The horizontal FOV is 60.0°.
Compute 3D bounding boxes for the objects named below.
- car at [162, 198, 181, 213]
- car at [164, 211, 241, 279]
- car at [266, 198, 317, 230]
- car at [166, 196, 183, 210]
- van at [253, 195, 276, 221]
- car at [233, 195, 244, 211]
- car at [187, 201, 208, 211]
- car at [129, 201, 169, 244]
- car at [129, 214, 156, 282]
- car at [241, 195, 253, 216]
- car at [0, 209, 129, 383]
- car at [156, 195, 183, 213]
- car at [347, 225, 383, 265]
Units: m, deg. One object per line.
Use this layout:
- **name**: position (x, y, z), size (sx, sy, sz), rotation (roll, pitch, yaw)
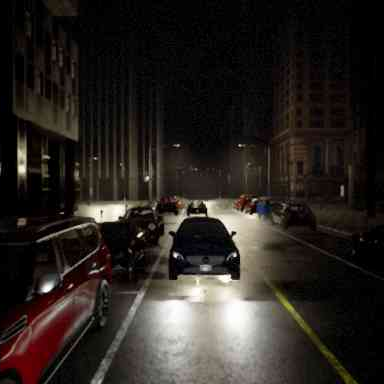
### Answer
- **car**: position (-2.242, 1.471, 37.495), size (1.752, 1.417, 4.829), rotation (0, 0, 0)
- **car**: position (0.300, 1.511, 10.084), size (1.812, 1.442, 4.674), rotation (0, 0, -1)
- **car**: position (6.209, 1.410, 20.822), size (1.967, 1.590, 4.097), rotation (0, 0, 0)
- **car**: position (-2.216, 1.378, 43.267), size (1.967, 1.590, 4.097), rotation (0, 0, 0)
- **van**: position (6.233, 1.303, 26.424), size (1.690, 1.788, 3.998), rotation (0, 0, 0)
- **car**: position (6.283, 1.261, 37.628), size (2.192, 1.841, 5.009), rotation (0, 0, 0)
- **car**: position (0.498, 1.518, 31.767), size (1.994, 1.385, 4.181), rotation (0, 0, 0)
- **car**: position (-2.342, 1.417, 15.256), size (1.967, 1.590, 4.097), rotation (0, 0, 0)
- **car**: position (-2.366, 1.551, 9.654), size (1.947, 1.339, 4.313), rotation (0, 0, 0)
- **car**: position (6.259, 1.394, 32.025), size (1.967, 1.590, 4.097), rotation (0, 0, 0)
- **car**: position (-2.392, 1.309, 4.052), size (2.192, 1.841, 5.009), rotation (0, 0, 0)
- **car**: position (-2.267, 1.269, 32.062), size (2.192, 1.841, 5.009), rotation (0, 0, 0)
- **car**: position (6.159, 1.552, 9.619), size (1.947, 1.339, 4.313), rotation (0, 0, 0)
